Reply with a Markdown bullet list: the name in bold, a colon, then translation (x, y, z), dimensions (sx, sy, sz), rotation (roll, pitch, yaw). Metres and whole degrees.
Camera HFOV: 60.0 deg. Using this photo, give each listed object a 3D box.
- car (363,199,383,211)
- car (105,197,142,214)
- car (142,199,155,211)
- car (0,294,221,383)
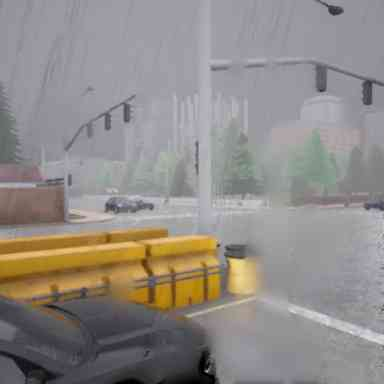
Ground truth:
- **car**: translation (20.509, 1.369, 35.853), dimensions (4.718, 1.301, 1.895), rotation (-1, 0, -34)
- **car**: translation (-7.372, 1.266, 34.386), dimensions (2.097, 1.767, 4.553), rotation (0, 0, -33)
- **car**: translation (-6.136, 1.493, 38.880), dimensions (1.895, 1.301, 4.718), rotation (0, 0, -33)
- **car**: translation (-2.029, 1.480, 2.340), dimensions (5.008, 1.535, 1.882), rotation (0, 0, -36)
